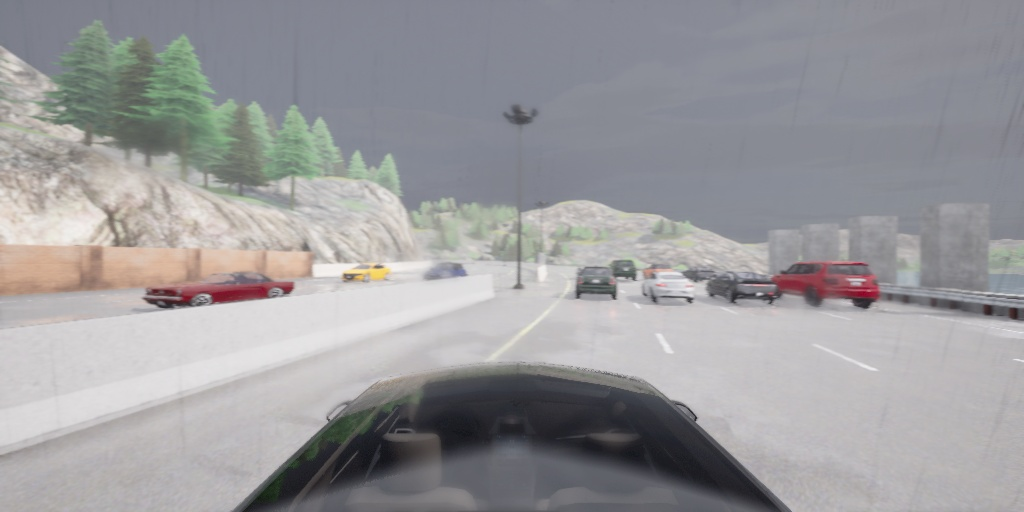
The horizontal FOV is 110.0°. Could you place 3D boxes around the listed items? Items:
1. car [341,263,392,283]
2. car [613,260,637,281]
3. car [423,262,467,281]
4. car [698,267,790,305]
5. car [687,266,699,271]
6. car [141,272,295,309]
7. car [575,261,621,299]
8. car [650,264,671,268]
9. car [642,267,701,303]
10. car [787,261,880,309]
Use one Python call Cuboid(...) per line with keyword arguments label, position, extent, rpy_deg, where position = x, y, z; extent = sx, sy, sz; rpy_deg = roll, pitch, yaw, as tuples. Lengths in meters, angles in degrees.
Cuboid(label="car", position=(-11.561, 1.309, 28.829), extent=(1.882, 1.535, 5.008), rpy_deg=(1, 0, 10))
Cuboid(label="car", position=(10.941, 1.401, 35.920), extent=(2.150, 2.045, 5.566), rpy_deg=(1, 0, 7))
Cuboid(label="car", position=(-4.870, 1.250, 26.621), extent=(2.097, 1.767, 4.553), rpy_deg=(1, -1, 11))
Cuboid(label="car", position=(11.433, 1.526, 18.150), extent=(2.128, 1.511, 4.902), rpy_deg=(1, 0, 12))
Cuboid(label="car", position=(17.729, 1.741, 34.147), extent=(2.128, 1.511, 4.902), rpy_deg=(1, 0, 8))
Cuboid(label="car", position=(-11.293, 1.313, 14.247), extent=(1.895, 1.301, 4.718), rpy_deg=(1, 0, 15))
Cuboid(label="car", position=(4.688, 1.317, 20.076), extent=(2.097, 1.767, 4.553), rpy_deg=(1, 0, 12))
Cuboid(label="car", position=(14.332, 1.567, 35.157), extent=(2.097, 1.767, 4.553), rpy_deg=(1, -1, 8))
Cuboid(label="car", position=(7.897, 1.517, 18.385), extent=(1.812, 1.442, 4.674), rpy_deg=(1, -1, 12))
Cuboid(label="car", position=(14.909, 1.293, 17.541), extent=(2.150, 2.045, 5.566), rpy_deg=(1, -1, 12))
